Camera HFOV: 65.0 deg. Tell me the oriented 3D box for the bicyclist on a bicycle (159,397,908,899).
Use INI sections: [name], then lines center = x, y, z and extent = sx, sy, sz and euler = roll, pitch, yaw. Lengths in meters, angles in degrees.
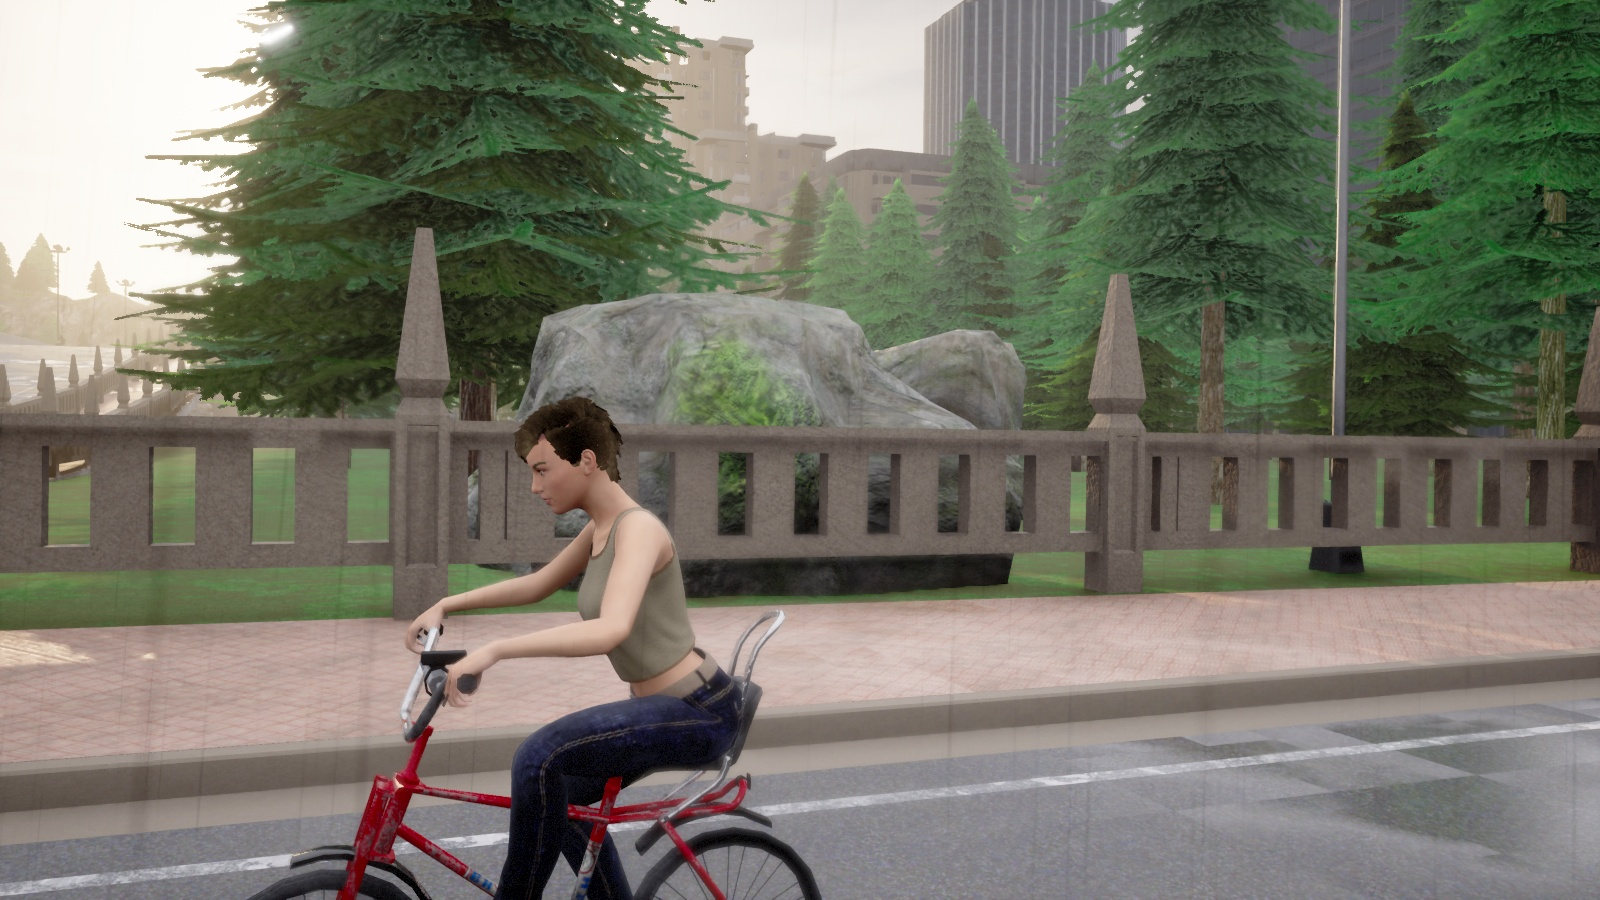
[bicyclist on a bicycle]
center = -0.616, 0.692, 2.999
extent = 1.509, 1.612, 0.866
euler = -1, 1, -20
